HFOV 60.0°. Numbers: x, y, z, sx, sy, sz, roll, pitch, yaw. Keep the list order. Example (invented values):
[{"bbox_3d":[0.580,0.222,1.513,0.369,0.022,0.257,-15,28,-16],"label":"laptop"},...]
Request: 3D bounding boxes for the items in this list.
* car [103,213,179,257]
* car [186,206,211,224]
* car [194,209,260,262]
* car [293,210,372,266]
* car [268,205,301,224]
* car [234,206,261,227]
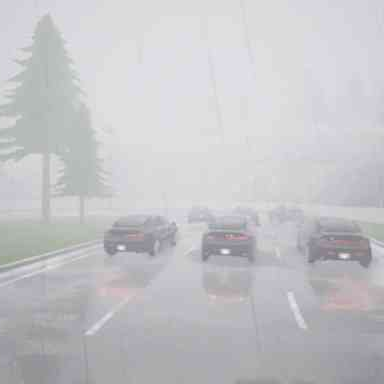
[{"bbox_3d":[-1.879,1.632,13.560,1.837,1.490,4.892,0,0,12],"label":"car"},{"bbox_3d":[0.610,1.822,27.200,1.994,1.385,4.181,0,-1,-2],"label":"car"},{"bbox_3d":[1.548,1.633,12.849,1.837,1.490,4.892,0,0,12],"label":"car"},{"bbox_3d":[4.972,1.634,12.124,1.837,1.490,4.892,0,0,12],"label":"car"},{"bbox_3d":[7.626,1.767,27.216,2.128,1.511,4.902,0,0,-2],"label":"car"},{"bbox_3d":[4.126,1.830,27.196,1.994,1.385,4.181,0,-1,-2],"label":"car"}]
